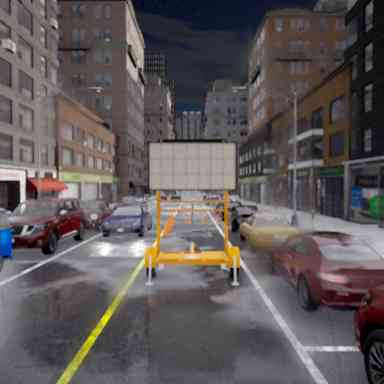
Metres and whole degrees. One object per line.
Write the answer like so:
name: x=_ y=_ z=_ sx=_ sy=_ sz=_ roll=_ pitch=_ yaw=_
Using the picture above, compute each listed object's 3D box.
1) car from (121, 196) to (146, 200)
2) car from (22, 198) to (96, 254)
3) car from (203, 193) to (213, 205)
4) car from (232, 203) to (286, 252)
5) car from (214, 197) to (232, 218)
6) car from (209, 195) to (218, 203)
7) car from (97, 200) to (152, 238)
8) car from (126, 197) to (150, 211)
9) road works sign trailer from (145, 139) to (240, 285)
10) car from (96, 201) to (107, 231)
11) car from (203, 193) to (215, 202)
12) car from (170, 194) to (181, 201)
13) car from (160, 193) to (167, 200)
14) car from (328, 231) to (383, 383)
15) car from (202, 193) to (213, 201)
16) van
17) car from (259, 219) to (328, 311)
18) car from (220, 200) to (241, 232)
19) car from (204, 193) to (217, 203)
car: x=-5.654 y=1.124 z=29.654 sx=1.967 sy=1.590 sz=4.097 roll=-1 pitch=1 yaw=0
car: x=-5.669 y=1.178 z=12.897 sx=2.192 sy=1.841 sz=5.009 roll=-1 pitch=1 yaw=0
car: x=2.901 y=1.053 z=46.406 sx=2.008 sy=1.369 sz=4.403 roll=-1 pitch=1 yaw=0
car: x=2.867 y=1.387 z=13.062 sx=1.752 sy=1.417 sz=4.829 roll=-1 pitch=1 yaw=0
car: x=2.879 y=1.310 z=24.064 sx=1.947 sy=1.339 sz=4.313 roll=-1 pitch=1 yaw=0
car: x=2.885 y=1.236 z=29.649 sx=2.008 sy=1.369 sz=4.403 roll=-1 pitch=1 yaw=0
car: x=-3.087 y=1.349 z=16.628 sx=1.812 sy=1.442 sz=4.674 roll=0 pitch=1 yaw=0
car: x=-5.649 y=1.206 z=35.241 sx=1.802 sy=1.307 sz=4.206 roll=-1 pitch=1 yaw=0
road works sign trailer: x=0.014 y=0.367 z=9.127 sx=2.380 sy=3.560 sz=2.880 roll=0 pitch=1 yaw=0
car: x=-5.663 y=1.244 z=18.483 sx=1.967 sy=1.590 sz=4.097 roll=-1 pitch=1 yaw=0
car: x=2.912 y=0.942 z=57.577 sx=1.947 sy=1.339 sz=4.313 roll=-1 pitch=1 yaw=0
car: x=-2.953 y=0.993 z=61.009 sx=1.895 sy=1.301 sz=4.718 roll=0 pitch=1 yaw=0
car: x=-5.628 y=0.857 z=63.167 sx=1.887 sy=1.381 sz=4.507 roll=-1 pitch=1 yaw=0
car: x=2.854 y=1.296 z=1.719 sx=2.192 sy=1.841 sz=5.009 roll=-1 pitch=1 yaw=0
car: x=2.918 y=0.895 z=63.163 sx=1.802 sy=1.307 sz=4.206 roll=-1 pitch=1 yaw=0
van: x=-5.672 y=1.263 z=7.311 sx=1.690 sy=1.788 sz=3.998 roll=-1 pitch=1 yaw=0
car: x=2.863 y=1.504 z=7.307 sx=1.802 sy=1.307 sz=4.206 roll=-1 pitch=1 yaw=0
car: x=2.873 y=1.370 z=18.478 sx=1.947 sy=1.339 sz=4.313 roll=-1 pitch=1 yaw=0
car: x=2.907 y=0.963 z=52.161 sx=1.752 sy=1.417 sz=4.829 roll=-1 pitch=1 yaw=0
